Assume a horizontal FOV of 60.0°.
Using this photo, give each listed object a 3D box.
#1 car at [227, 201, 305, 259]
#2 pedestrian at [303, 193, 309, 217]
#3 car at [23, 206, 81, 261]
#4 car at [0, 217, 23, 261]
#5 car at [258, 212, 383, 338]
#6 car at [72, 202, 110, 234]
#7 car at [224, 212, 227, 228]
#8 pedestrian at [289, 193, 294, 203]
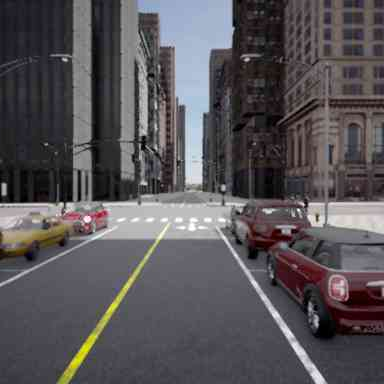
[{"bbox_3d":[2.755,1.224,12.141,2.192,1.841,5.009,0,0,0],"label":"car"},{"bbox_3d":[8.129,0.975,23.820,0.375,1.860,0.375,0,1,0],"label":"pedestrian"},{"bbox_3d":[-5.769,1.435,11.969,1.752,1.417,4.829,0,0,0],"label":"car"},{"bbox_3d":[-5.769,1.265,6.536,2.192,1.841,5.009,0,0,0],"label":"car"},{"bbox_3d":[2.757,1.390,6.539,1.967,1.590,4.097,0,0,0],"label":"car"},{"bbox_3d":[-5.771,1.307,17.740,1.967,1.590,4.097,0,0,0],"label":"car"},{"bbox_3d":[2.755,1.418,17.744,2.008,1.369,4.403,0,0,0],"label":"car"},{"bbox_3d":[6.993,0.972,23.219,0.375,1.860,0.375,0,1,0],"label":"pedestrian"}]
